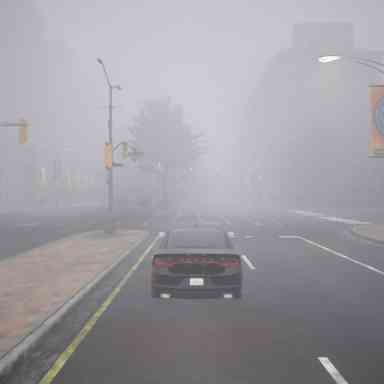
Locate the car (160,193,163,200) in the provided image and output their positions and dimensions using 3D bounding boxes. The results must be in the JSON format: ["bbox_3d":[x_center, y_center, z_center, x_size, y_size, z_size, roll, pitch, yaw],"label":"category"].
[{"bbox_3d":[-7.676,1.225,76.533,2.150,2.045,5.566,0,0,0],"label":"car"}]

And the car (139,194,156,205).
[{"bbox_3d":[-7.843,1.505,56.523,1.837,1.490,4.892,0,0,1],"label":"car"}]

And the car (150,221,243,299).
[{"bbox_3d":[0.114,1.478,8.512,1.882,1.535,5.008,0,0,1],"label":"car"}]

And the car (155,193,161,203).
[{"bbox_3d":[-7.756,1.526,65.782,1.812,1.442,4.674,0,0,1],"label":"car"}]

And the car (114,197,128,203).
[{"bbox_3d":[-14.463,1.595,67.895,1.895,1.301,4.718,0,0,0],"label":"car"}]
